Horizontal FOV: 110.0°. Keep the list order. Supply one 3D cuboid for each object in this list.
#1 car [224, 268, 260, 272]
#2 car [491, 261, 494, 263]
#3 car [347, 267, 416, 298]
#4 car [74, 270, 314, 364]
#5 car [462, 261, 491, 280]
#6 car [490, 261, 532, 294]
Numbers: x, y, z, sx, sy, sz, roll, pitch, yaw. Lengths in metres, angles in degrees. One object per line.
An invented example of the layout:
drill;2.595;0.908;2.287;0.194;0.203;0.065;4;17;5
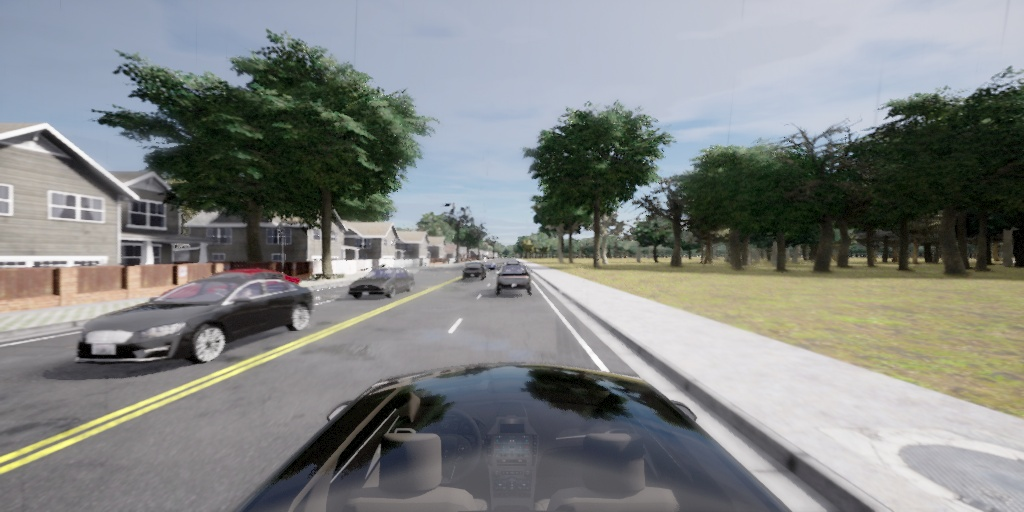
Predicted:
car;-9.825;1.235;13.027;1.882;1.535;5.008;0;0;0
car;-3.131;1.380;48.748;1.895;1.301;4.718;0;0;0
car;-6.536;1.308;18.723;2.033;1.411;5.357;0;0;1
car;-6.551;1.247;8.214;2.128;1.511;4.902;0;0;0
car;-3.140;1.274;30.993;1.837;1.490;4.892;0;0;0
car;0.106;1.253;20.212;2.128;1.511;4.902;0;0;0
